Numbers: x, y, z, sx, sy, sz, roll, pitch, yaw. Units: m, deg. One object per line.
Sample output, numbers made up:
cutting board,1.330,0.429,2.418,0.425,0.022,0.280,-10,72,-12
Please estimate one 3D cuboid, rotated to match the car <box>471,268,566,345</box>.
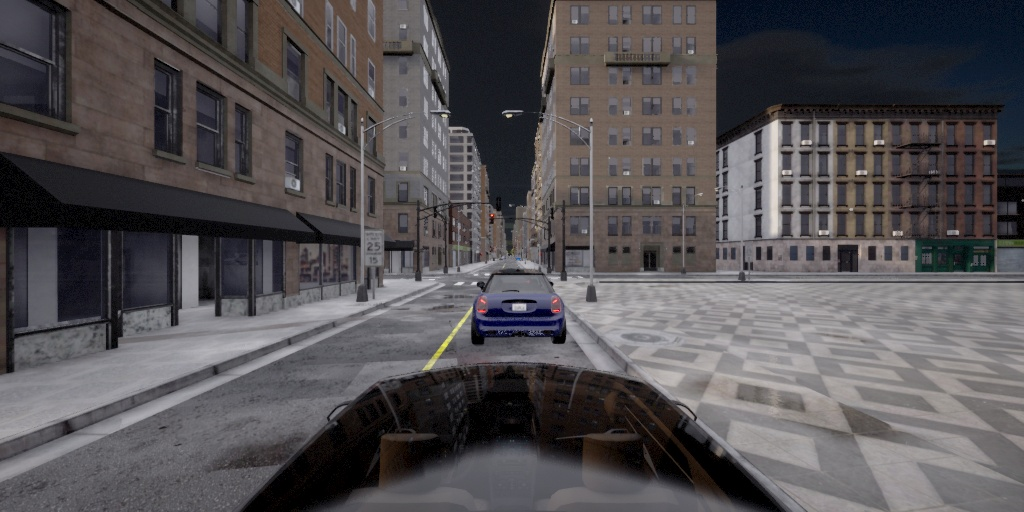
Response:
car,0.100,1.102,9.706,2.097,1.767,4.553,0,0,-1
